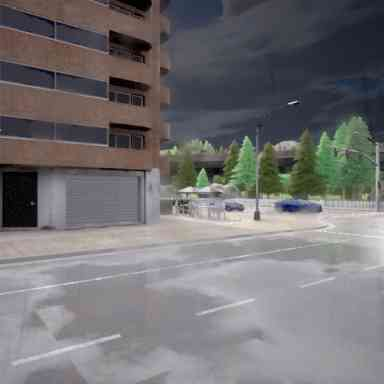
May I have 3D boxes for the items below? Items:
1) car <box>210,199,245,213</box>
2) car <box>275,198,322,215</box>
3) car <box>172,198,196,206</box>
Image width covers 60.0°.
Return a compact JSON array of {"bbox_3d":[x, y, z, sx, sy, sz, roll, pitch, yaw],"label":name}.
[{"bbox_3d":[3.831,1.470,37.193,1.812,1.442,4.674,0,0,-36],"label":"car"},{"bbox_3d":[10.703,1.422,33.667,1.882,1.535,5.008,0,0,-36],"label":"car"},{"bbox_3d":[-1.464,1.545,49.347,4.718,1.301,1.895,0,0,42],"label":"car"}]
